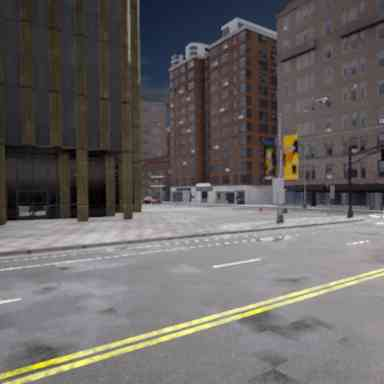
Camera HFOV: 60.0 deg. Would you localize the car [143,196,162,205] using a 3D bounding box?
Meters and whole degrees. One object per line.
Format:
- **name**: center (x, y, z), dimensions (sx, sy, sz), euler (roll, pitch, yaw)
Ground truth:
- **car**: center (-7.797, 1.620, 65.763), dimensions (2.097, 1.767, 4.553), euler (-1, 0, -35)
